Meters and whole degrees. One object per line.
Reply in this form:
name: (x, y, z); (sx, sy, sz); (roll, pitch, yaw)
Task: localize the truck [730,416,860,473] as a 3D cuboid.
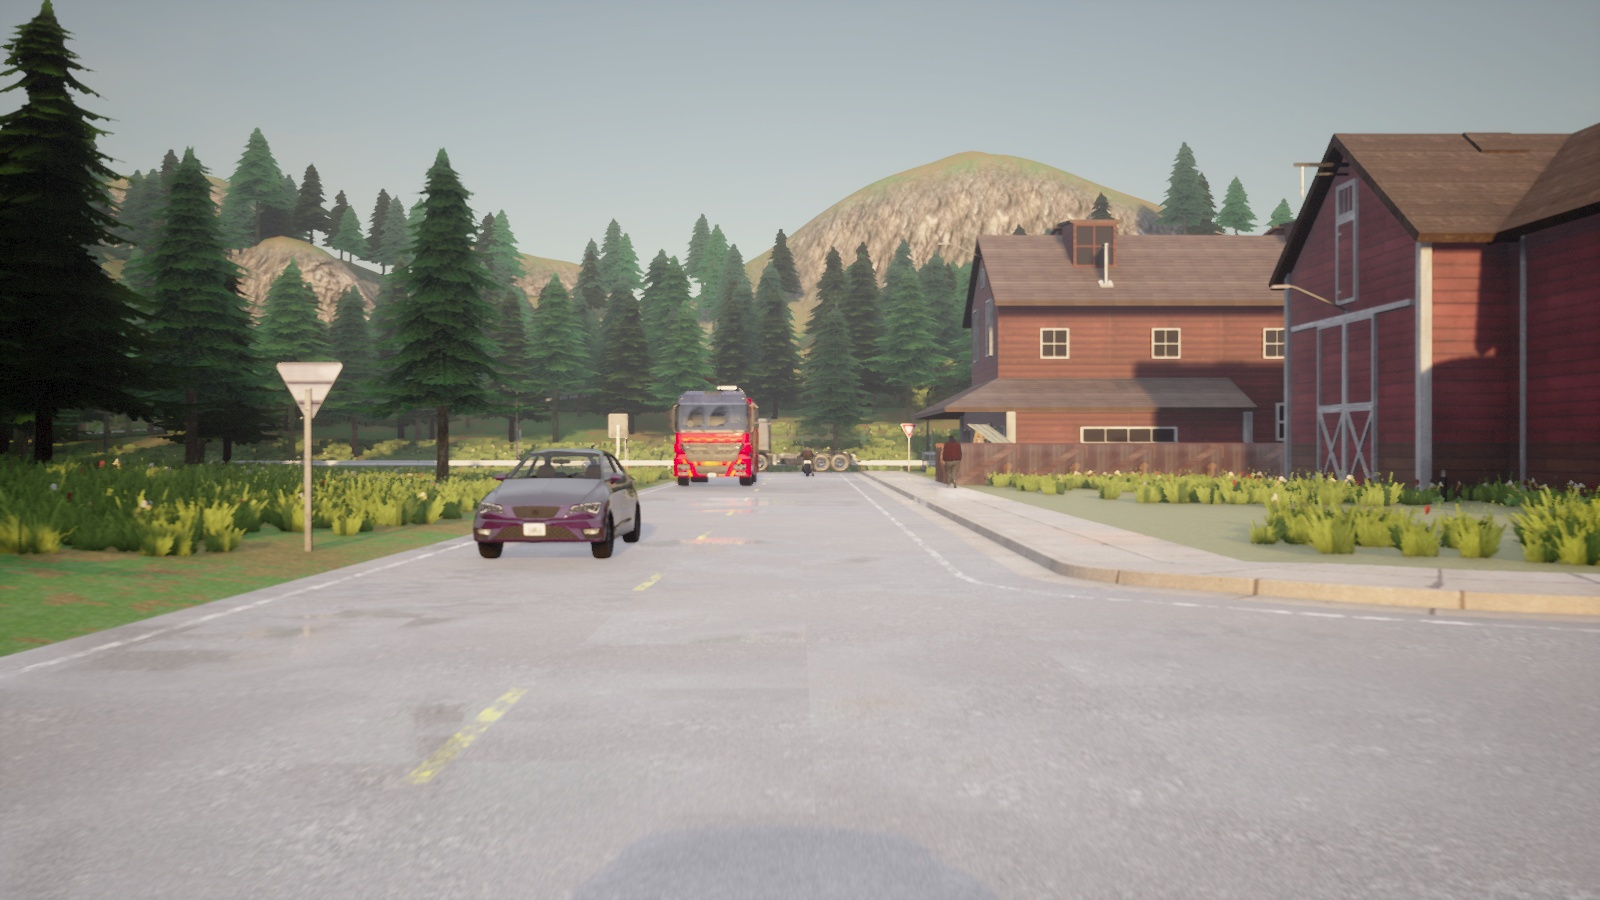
truck: (-0.301, -0.319, 78.468); (7.936, 3.462, 2.891); (0, 0, 0)

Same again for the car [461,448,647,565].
car: (-3.381, 0.711, 18.034); (1.816, 1.474, 4.193); (0, 0, 0)

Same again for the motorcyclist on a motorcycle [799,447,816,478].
motorcyclist on a motorcycle: (0.379, 0.618, 63.217); (0.866, 1.530, 2.191); (0, 0, 0)

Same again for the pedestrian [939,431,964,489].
pedestrian: (4.866, 0.304, 40.398); (0.634, 1.844, 0.899); (0, 0, -4)

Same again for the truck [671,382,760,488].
truck: (-3.201, -0.550, 49.618); (2.891, 3.827, 8.468); (0, 0, 0)
